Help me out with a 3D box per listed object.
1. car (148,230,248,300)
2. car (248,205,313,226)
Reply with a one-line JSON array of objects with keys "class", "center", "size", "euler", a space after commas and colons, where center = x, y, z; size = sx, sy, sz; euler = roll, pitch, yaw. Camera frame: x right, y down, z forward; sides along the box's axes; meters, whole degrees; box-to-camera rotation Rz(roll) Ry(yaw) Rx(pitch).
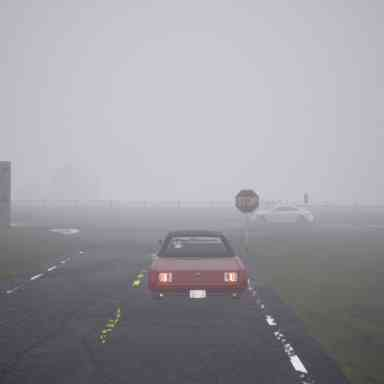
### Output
[{"class": "car", "center": [0.074, 1.603, 8.386], "size": [1.895, 1.301, 4.718], "euler": [0, 0, -1]}, {"class": "car", "center": [6.377, 1.653, 24.238], "size": [4.674, 1.442, 1.812], "euler": [1, -1, 0]}]
